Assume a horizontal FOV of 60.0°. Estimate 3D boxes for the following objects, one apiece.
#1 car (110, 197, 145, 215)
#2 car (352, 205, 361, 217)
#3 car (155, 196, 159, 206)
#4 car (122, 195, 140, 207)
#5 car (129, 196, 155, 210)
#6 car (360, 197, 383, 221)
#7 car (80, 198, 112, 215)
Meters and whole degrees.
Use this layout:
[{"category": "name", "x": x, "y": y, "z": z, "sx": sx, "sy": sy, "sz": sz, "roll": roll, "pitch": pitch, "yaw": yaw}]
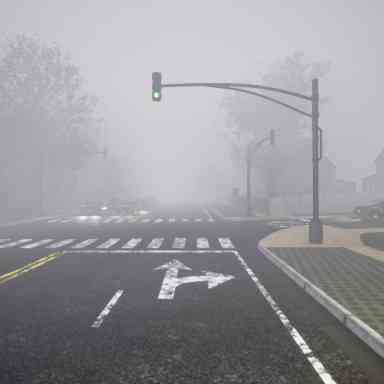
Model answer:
[{"category": "car", "x": -6.581, "y": 1.573, "z": 34.371, "sx": 2.033, "sy": 1.411, "sz": 5.357, "roll": 0, "pitch": 0, "yaw": 0}, {"category": "car", "x": 13.172, "y": 1.039, "z": 22.516, "sx": 4.181, "sy": 1.385, "sz": 1.994, "roll": -2, "pitch": -1, "yaw": -6}, {"category": "car", "x": -6.561, "y": 1.404, "z": 54.046, "sx": 2.097, "sy": 1.767, "sz": 4.553, "roll": 0, "pitch": 0, "yaw": 0}, {"category": "car", "x": -9.812, "y": 1.402, "z": 53.849, "sx": 2.097, "sy": 1.767, "sz": 4.553, "roll": 0, "pitch": 0, "yaw": 0}, {"category": "car", "x": -6.573, "y": 1.528, "z": 44.144, "sx": 2.128, "sy": 1.511, "sz": 4.902, "roll": 0, "pitch": 0, "yaw": 0}, {"category": "car", "x": 12.866, "y": 1.056, "z": 19.531, "sx": 4.718, "sy": 1.301, "sz": 1.895, "roll": -2, "pitch": -1, "yaw": -6}, {"category": "car", "x": -9.831, "y": 1.588, "z": 33.679, "sx": 1.994, "sy": 1.385, "sz": 4.181, "roll": 0, "pitch": 0, "yaw": 0}]
